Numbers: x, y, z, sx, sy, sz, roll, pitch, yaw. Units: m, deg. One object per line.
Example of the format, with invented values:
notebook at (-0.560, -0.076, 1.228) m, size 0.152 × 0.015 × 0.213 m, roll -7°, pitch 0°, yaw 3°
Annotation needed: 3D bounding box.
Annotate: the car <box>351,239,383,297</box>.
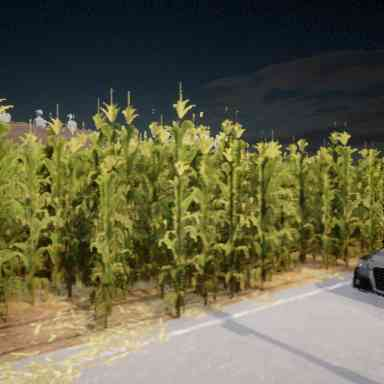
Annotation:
car at (5.467, 1.557, 7.467) m, size 4.181 × 1.385 × 1.994 m, roll 0°, pitch 0°, yaw -35°
